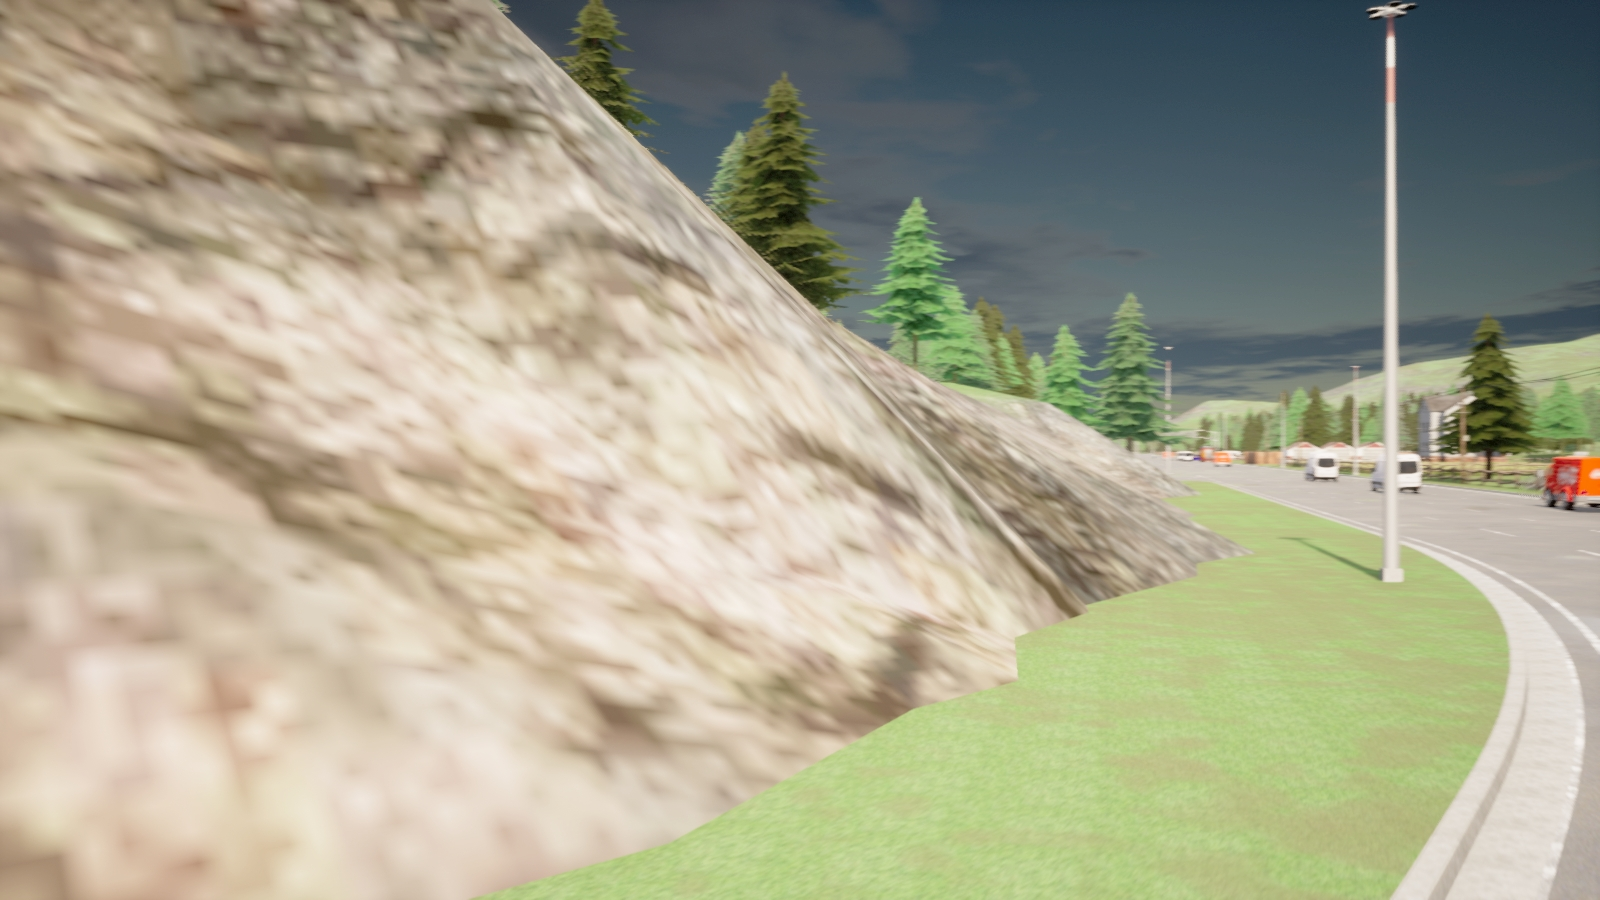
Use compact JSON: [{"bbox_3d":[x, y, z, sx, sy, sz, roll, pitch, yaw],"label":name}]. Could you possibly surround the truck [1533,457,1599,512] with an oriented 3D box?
[{"bbox_3d":[36.875,1.565,53.699,2.627,2.467,5.204,0,0,15],"label":"truck"}]
